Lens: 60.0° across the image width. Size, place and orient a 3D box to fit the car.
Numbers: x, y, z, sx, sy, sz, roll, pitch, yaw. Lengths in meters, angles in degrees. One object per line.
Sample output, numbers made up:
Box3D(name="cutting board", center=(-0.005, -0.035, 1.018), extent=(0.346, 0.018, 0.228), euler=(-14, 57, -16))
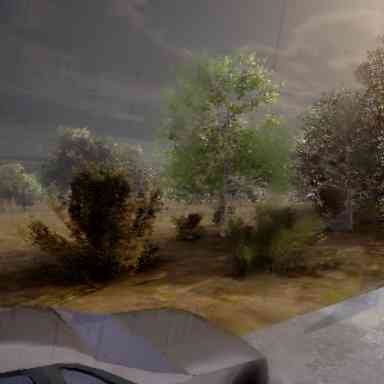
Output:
Box3D(name="car", center=(-1.827, 1.548, 1.769), extent=(5.357, 1.411, 2.033), euler=(0, 0, -35))
